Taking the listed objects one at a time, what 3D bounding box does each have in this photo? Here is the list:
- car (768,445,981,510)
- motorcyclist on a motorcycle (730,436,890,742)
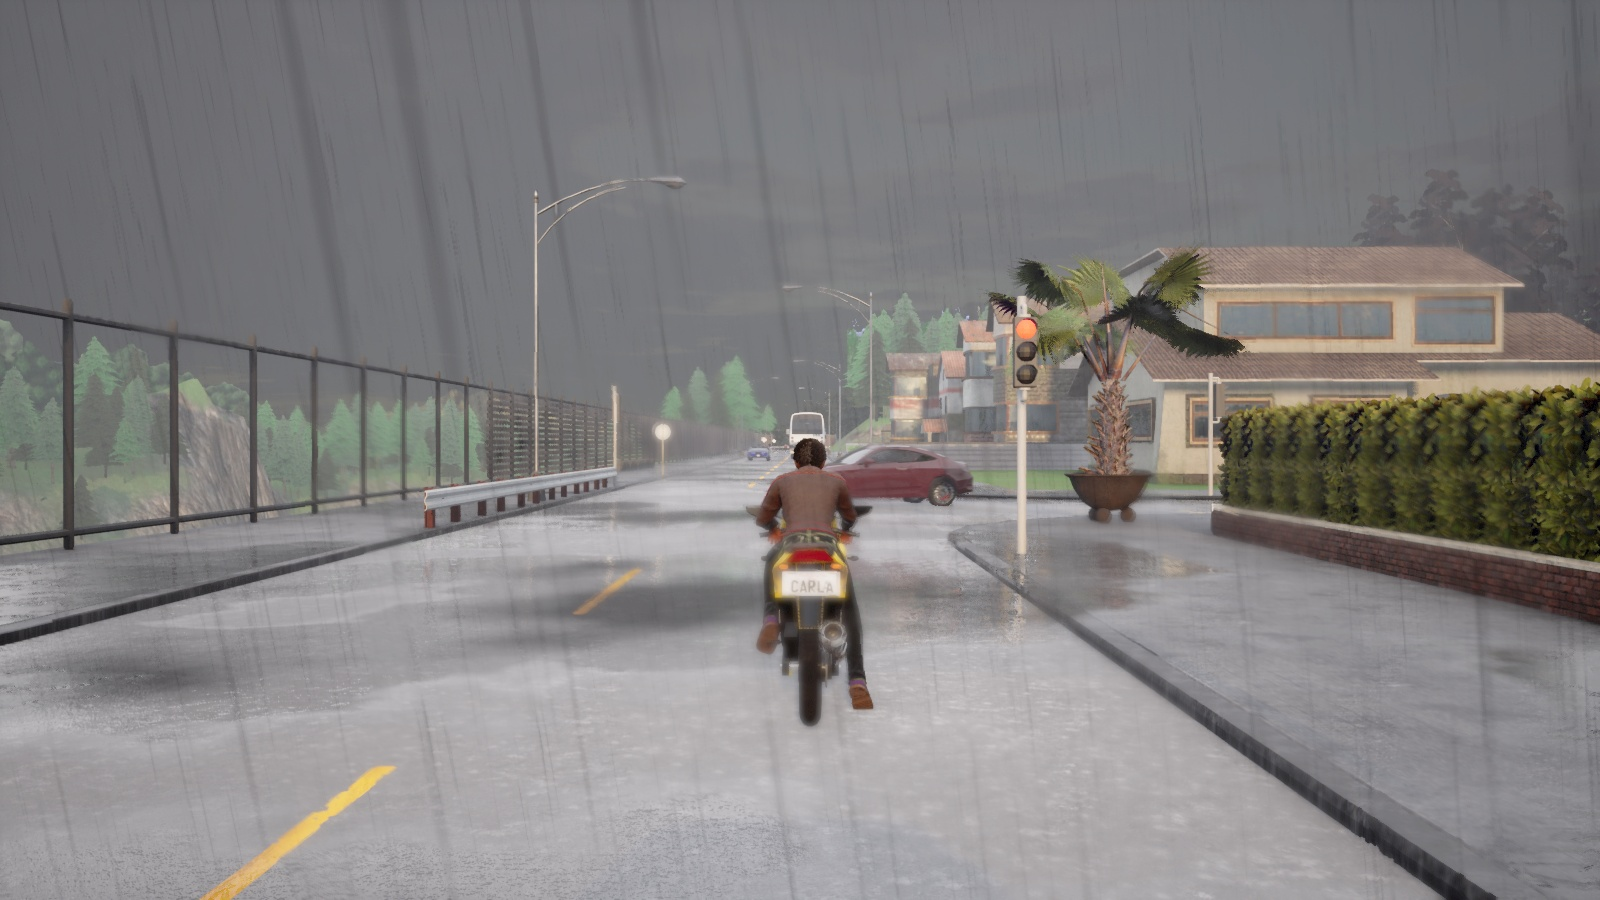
[{"bbox_3d":[1.739,0.607,29.554,4.674,1.442,1.812,0,0,-19],"label":"car"},{"bbox_3d":[0.056,0.688,7.269,0.797,1.523,2.044,0,0,0],"label":"motorcyclist on a motorcycle"}]
